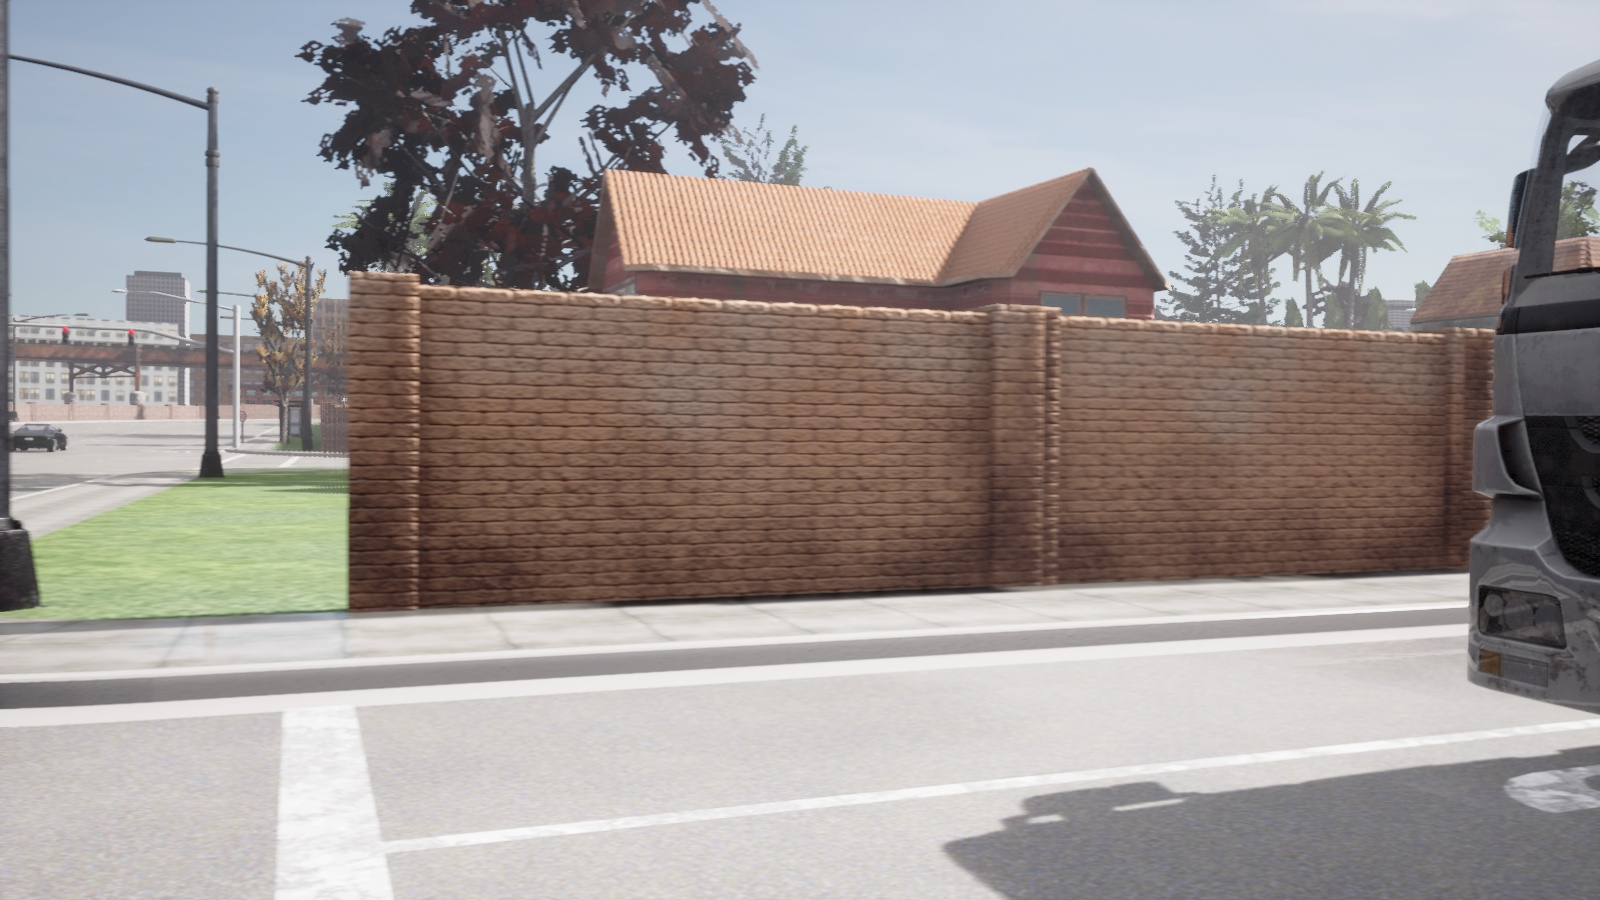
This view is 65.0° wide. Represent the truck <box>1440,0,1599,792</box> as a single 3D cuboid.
[{"bbox_3d":[7.242,-0.358,5.977,7.936,3.462,2.891,-1,1,-21],"label":"truck"}]

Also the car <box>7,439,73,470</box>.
[{"bbox_3d":[-37.353,0.195,61.791,1.994,1.385,4.181,-1,1,-20],"label":"car"}]
